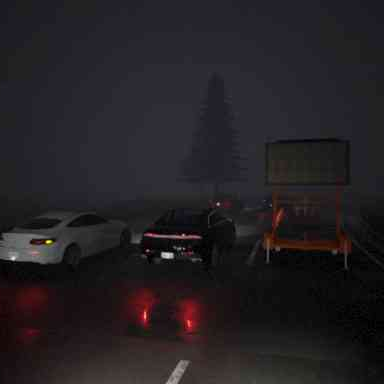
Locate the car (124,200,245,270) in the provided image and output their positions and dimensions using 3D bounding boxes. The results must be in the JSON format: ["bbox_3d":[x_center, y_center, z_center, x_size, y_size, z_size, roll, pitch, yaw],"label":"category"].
[{"bbox_3d":[0.120,1.218,10.188,2.128,1.511,4.902,0,2,17],"label":"car"}]

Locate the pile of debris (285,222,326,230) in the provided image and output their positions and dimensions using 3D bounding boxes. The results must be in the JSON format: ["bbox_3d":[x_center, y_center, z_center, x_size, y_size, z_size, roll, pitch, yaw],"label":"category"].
[{"bbox_3d":[5.753,1.703,16.930,1.860,0.140,1.500,0,2,19],"label":"pile of debris"}]

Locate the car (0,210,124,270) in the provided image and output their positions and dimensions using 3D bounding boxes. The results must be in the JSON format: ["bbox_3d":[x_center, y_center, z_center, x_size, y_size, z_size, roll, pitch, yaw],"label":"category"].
[{"bbox_3d":[-3.565,1.262,10.090,1.812,1.442,4.674,0,2,17],"label":"car"}]

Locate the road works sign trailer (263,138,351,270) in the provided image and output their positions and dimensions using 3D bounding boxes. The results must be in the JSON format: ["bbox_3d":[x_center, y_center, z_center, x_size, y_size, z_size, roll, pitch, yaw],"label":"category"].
[{"bbox_3d":[3.507,0.182,10.257,2.380,3.560,2.880,0,2,19],"label":"road works sign trailer"}]

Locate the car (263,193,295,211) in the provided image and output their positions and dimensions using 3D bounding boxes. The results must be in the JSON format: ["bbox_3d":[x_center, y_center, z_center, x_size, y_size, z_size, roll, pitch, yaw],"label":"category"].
[{"bbox_3d":[7.303,0.769,27.926,1.812,1.442,4.674,1,2,28],"label":"car"}]

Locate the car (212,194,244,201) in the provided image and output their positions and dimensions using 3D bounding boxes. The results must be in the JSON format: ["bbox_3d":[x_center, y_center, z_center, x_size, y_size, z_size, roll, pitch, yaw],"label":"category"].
[{"bbox_3d":[2.873,0.843,26.910,1.994,1.385,4.181,1,2,26],"label":"car"}]
